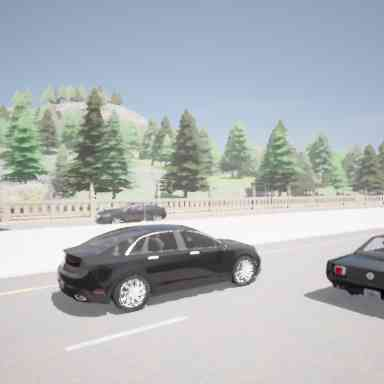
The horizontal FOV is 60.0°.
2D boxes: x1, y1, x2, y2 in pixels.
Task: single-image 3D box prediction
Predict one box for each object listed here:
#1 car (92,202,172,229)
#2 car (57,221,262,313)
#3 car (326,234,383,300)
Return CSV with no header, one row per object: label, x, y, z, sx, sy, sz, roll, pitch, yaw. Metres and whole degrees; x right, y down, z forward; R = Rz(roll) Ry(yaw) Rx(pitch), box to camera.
car,-4.005,1.470,22.527,4.902,1.511,2.128,0,0,-35
car,-0.487,1.495,7.696,4.892,1.490,1.837,0,0,-35
car,5.124,1.580,7.397,4.718,1.301,1.895,0,0,-35
